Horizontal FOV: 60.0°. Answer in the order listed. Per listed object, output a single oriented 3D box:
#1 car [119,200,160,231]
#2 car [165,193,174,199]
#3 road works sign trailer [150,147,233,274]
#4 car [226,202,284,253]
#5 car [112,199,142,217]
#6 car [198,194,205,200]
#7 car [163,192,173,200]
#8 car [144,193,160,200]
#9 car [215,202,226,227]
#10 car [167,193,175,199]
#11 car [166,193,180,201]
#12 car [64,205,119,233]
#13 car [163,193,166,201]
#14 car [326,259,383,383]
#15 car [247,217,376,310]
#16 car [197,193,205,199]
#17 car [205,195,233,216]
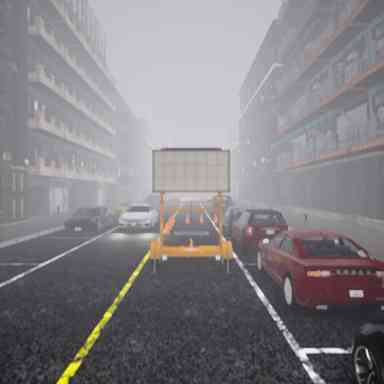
[{"bbox_3d":[-3.142,1.437,20.144,1.812,1.442,4.674,0,0,0],"label":"car"},{"bbox_3d":[-5.869,1.036,86.542,1.967,1.590,4.097,0,0,0],"label":"car"},{"bbox_3d":[-0.022,0.419,10.407,2.380,3.560,2.880,0,0,0],"label":"road works sign trailer"},{"bbox_3d":[2.664,1.382,13.285,1.967,1.590,4.097,0,0,0],"label":"car"},{"bbox_3d":[-5.752,1.391,30.009,1.752,1.417,4.829,0,0,0],"label":"car"},{"bbox_3d":[2.523,1.148,81.091,1.752,1.417,4.829,0,0,0],"label":"car"},{"bbox_3d":[-5.856,0.939,80.906,2.192,1.841,5.009,0,0,0],"label":"car"},{"bbox_3d":[-5.787,1.226,47.089,1.967,1.590,4.097,0,0,0],"label":"car"},{"bbox_3d":[2.652,1.467,18.920,2.008,1.369,4.403,0,0,0],"label":"car"},{"bbox_3d":[-5.880,1.113,92.180,1.887,1.381,4.507,0,0,0],"label":"car"},{"bbox_3d":[-3.178,1.266,61.301,2.033,1.411,5.357,0,0,1],"label":"car"},{"bbox_3d":[-5.729,1.482,18.906,1.947,1.339,4.313,0,0,0],"label":"car"},{"bbox_3d":[-5.798,1.074,52.725,2.192,1.841,5.009,0,0,0],"label":"car"},{"bbox_3d":[2.686,1.557,2.012,1.947,1.339,4.313,0,0,0],"label":"car"},{"bbox_3d":[2.675,1.511,7.648,1.887,1.381,4.507,0,0,0],"label":"car"},{"bbox_3d":[2.500,1.113,92.193,1.887,1.381,4.507,0,0,0],"label":"car"},{"bbox_3d":[2.630,1.180,30.193,2.192,1.841,5.009,0,0,0],"label":"car"}]
